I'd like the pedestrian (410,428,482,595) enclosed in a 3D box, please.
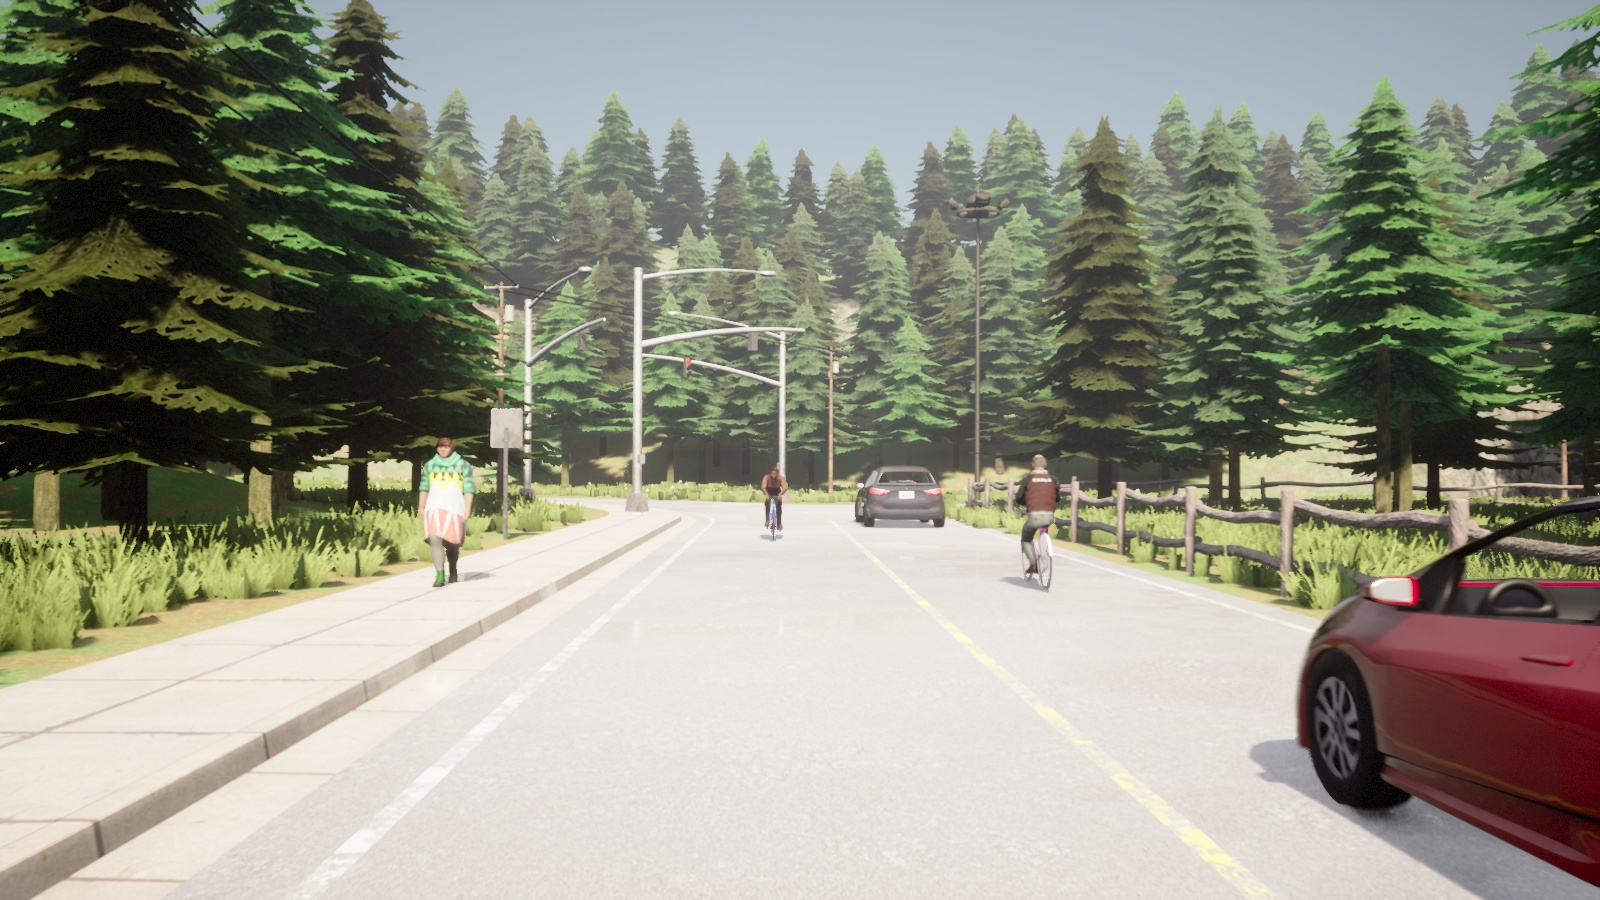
[{"bbox_3d":[-4.260,0.724,15.150,0.659,1.952,0.873,0,-1,-3],"label":"pedestrian"}]

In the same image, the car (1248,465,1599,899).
[{"bbox_3d":[3.440,0.813,4.467,2.007,1.525,4.514,0,-1,-1],"label":"car"}]

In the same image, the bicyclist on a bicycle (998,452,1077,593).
[{"bbox_3d":[3.156,0.928,16.824,0.659,1.776,1.843,0,-1,-1],"label":"bicyclist on a bicycle"}]

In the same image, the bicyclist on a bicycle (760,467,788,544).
[{"bbox_3d":[-0.566,1.180,27.252,0.582,1.620,1.656,0,-1,-1],"label":"bicyclist on a bicycle"}]

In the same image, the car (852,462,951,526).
[{"bbox_3d":[2.760,1.177,35.283,2.242,1.667,4.611,0,-1,-2],"label":"car"}]
